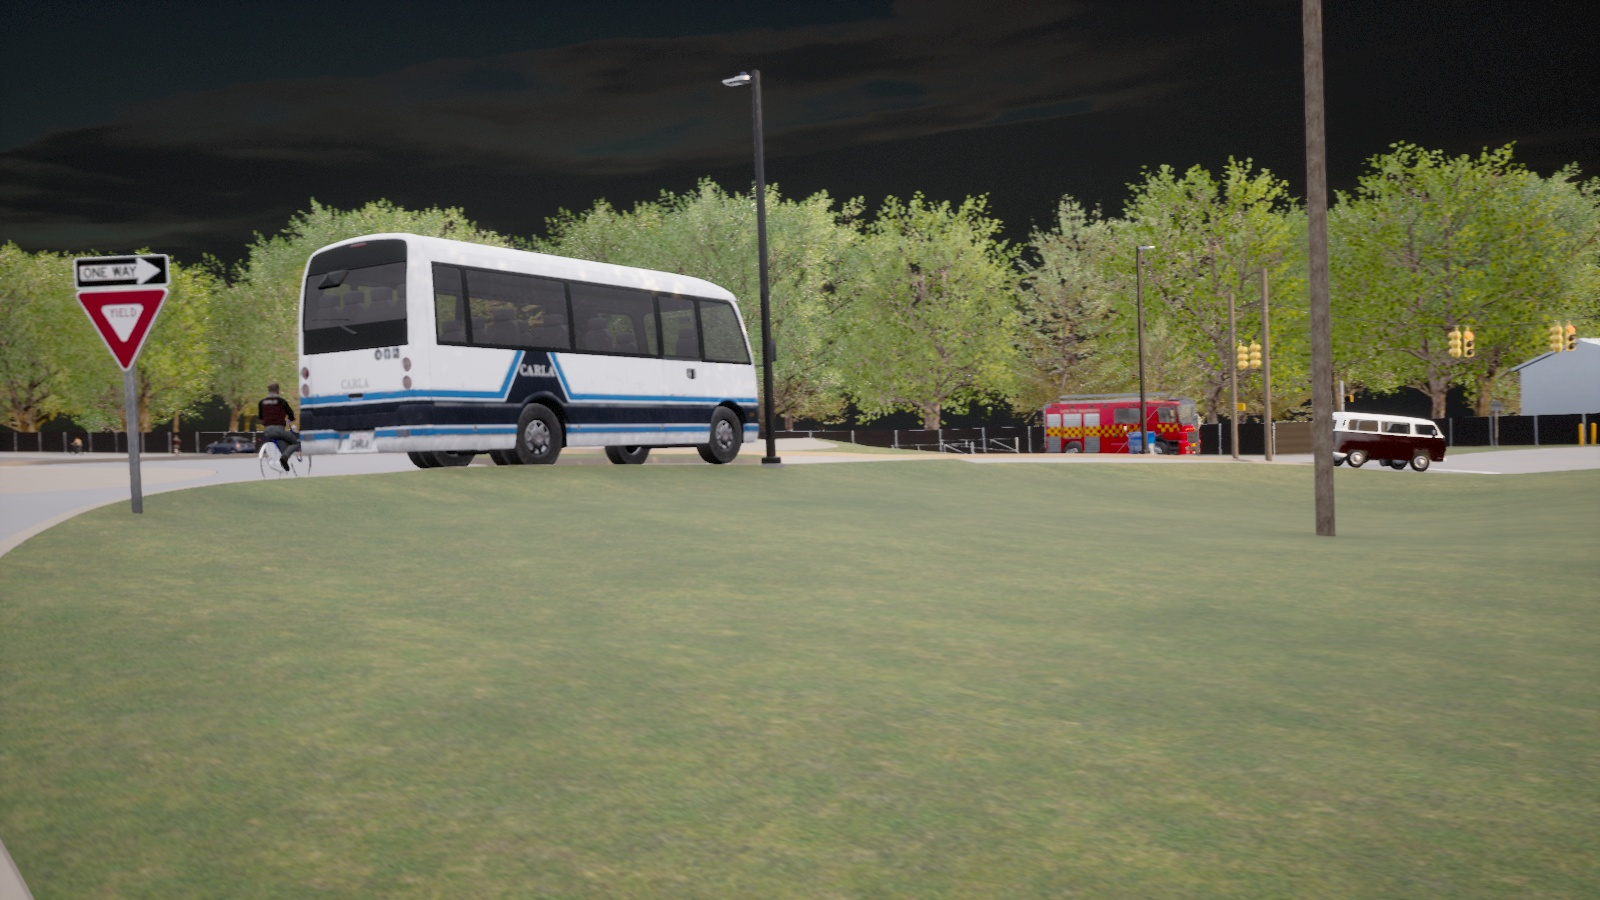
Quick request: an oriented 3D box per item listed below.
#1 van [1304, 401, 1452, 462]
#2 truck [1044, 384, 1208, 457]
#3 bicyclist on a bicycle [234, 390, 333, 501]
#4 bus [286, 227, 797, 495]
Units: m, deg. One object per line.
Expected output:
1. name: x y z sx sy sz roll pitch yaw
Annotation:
1. van: 21.573 -0.701 46.985 4.480 2.038 2.069 2 1 -4
2. truck: 18.616 -1.645 72.036 8.468 3.827 2.891 -1 3 37
3. bicyclist on a bicycle: -8.898 -0.120 21.728 0.659 1.776 1.843 -6 3 3
4. bus: -4.630 -1.549 25.669 3.944 4.253 10.273 -3 0 33
